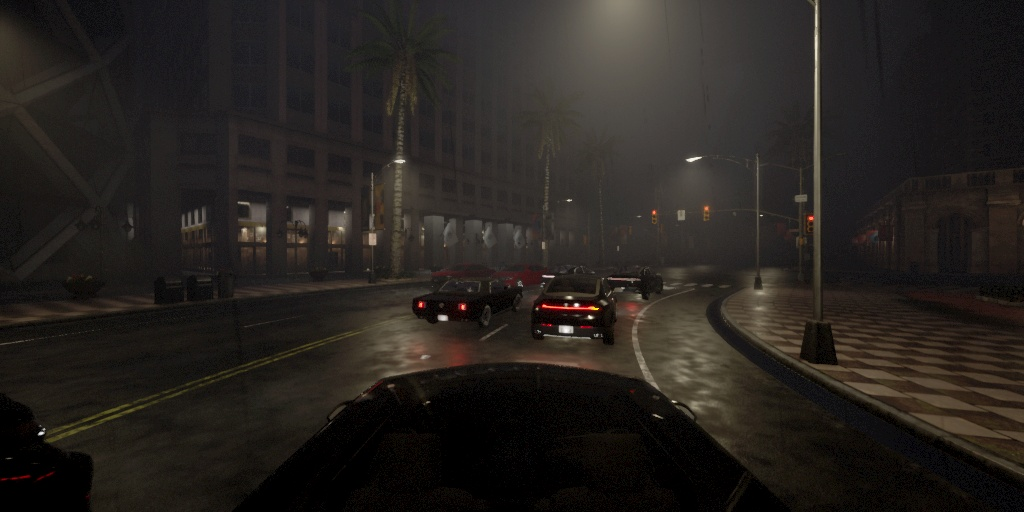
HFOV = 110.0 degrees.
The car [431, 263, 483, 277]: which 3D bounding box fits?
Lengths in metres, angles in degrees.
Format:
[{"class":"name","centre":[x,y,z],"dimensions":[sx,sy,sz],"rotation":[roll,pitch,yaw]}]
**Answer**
[{"class":"car","centre":[-3.095,1.218,23.363],"dimensions":[1.882,1.535,5.008],"rotation":[0,0,35]}]

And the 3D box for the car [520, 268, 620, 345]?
[{"class":"car","centre":[1.829,1.249,9.629],"dimensions":[1.837,1.490,4.892],"rotation":[0,0,17]}]

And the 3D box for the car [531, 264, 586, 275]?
[{"class":"car","centre":[3.326,1.228,19.721],"dimensions":[2.128,1.511,4.902],"rotation":[0,0,33]}]

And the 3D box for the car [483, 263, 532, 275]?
[{"class":"car","centre":[0.679,1.215,22.688],"dimensions":[1.882,1.535,5.008],"rotation":[0,0,38]}]

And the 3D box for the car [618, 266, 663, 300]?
[{"class":"car","centre":[6.149,1.227,17.756],"dimensions":[2.128,1.511,4.902],"rotation":[0,0,33]}]

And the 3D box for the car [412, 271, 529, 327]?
[{"class":"car","centre":[-1.115,1.347,11.598],"dimensions":[1.895,1.301,4.718],"rotation":[0,0,19]}]
